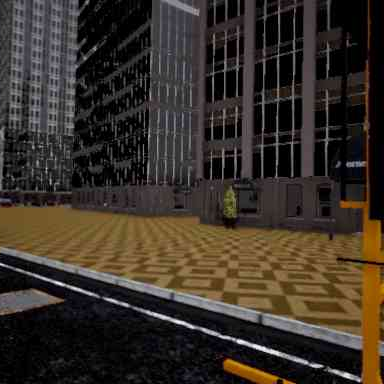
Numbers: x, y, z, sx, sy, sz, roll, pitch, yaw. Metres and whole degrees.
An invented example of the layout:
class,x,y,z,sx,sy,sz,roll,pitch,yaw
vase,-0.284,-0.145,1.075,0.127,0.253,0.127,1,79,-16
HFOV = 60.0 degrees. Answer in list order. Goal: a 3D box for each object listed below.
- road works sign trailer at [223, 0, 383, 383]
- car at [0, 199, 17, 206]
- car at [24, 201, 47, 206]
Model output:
class,x,y,z,sx,sy,sz,roll,pitch,yaw
road works sign trailer,1.515,0.587,2.792,2.880,3.560,2.380,0,-2,39
car,-41.746,2.553,74.976,4.097,1.590,1.967,2,-1,-37
car,-37.237,2.828,78.435,4.313,1.339,1.947,2,-1,-37
